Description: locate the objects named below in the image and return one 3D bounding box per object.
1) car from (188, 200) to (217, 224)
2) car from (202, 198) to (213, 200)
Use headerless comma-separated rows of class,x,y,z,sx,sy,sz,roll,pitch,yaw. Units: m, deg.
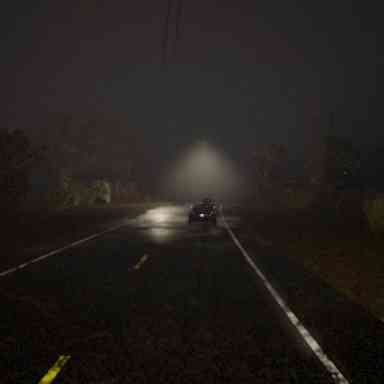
car,0.776,1.531,24.358,1.994,1.385,4.181,0,0,3
car,1.947,1.462,41.492,1.812,1.442,4.674,0,0,5
